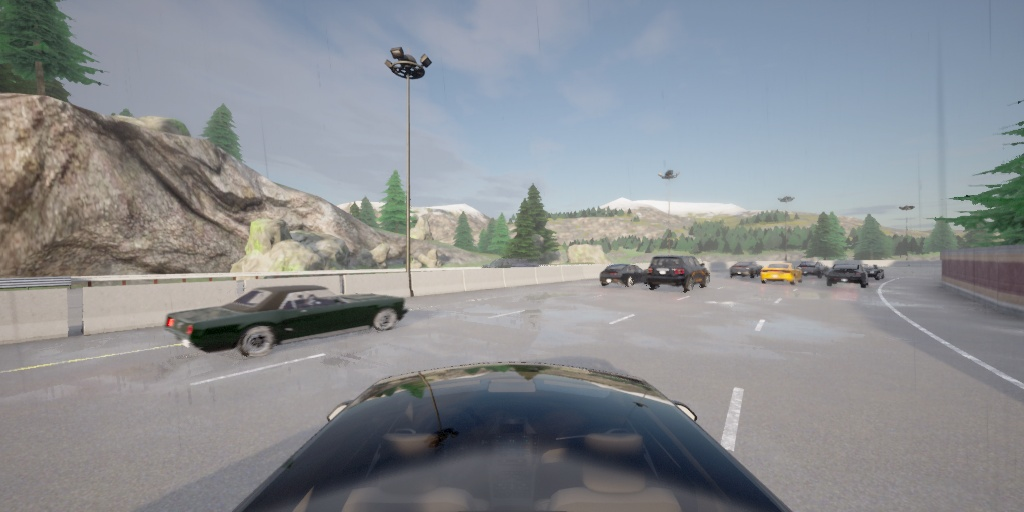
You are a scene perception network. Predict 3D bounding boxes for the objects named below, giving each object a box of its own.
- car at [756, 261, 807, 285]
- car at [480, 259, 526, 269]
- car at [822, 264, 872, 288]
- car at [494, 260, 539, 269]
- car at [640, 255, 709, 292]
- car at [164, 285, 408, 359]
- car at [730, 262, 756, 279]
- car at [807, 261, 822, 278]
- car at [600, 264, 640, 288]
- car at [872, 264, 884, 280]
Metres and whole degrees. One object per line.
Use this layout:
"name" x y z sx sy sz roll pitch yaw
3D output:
"car" 19.817 1.228 26.289 5.008 1.535 1.882 0 0 -44
"car" -1.094 1.102 35.427 2.097 1.767 4.553 0 0 44
"car" 22.505 1.255 24.015 4.892 1.490 1.837 0 0 -43
"car" 0.839 1.314 32.385 1.994 1.385 4.181 0 0 44
"car" 9.984 0.973 21.424 2.150 2.045 5.566 0 0 42
"car" -4.883 1.351 8.582 1.895 1.301 4.718 0 0 35
"car" 21.314 1.241 32.334 4.902 1.511 2.128 0 0 -41
"car" 27.777 1.241 33.140 4.902 1.511 2.128 0 0 -39
"car" 7.644 1.256 23.999 1.837 1.490 4.892 0 0 43
"car" 30.462 1.351 30.830 4.718 1.301 1.895 0 0 -39
